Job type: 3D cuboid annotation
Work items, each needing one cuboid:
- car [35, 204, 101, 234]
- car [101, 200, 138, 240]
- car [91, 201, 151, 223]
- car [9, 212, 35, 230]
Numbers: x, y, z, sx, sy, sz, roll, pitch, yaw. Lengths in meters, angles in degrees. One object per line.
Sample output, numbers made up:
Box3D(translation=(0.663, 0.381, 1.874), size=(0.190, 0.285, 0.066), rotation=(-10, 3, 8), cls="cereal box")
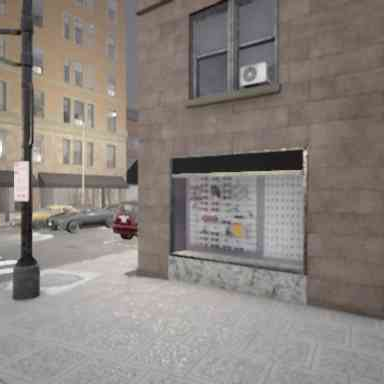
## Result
Box3D(translation=(-6.293, 1.488, 19.035), size=(1.994, 1.385, 4.181), rotation=(0, 0, 35), cls="car")
Box3D(translation=(-1.494, 1.262, 15.831), size=(2.192, 1.841, 5.009), rotation=(0, 0, 35), cls="car")
Box3D(translation=(-5.297, 1.467, 25.347), size=(1.947, 1.339, 4.313), rotation=(0, 0, 35), cls="car")
Box3D(translation=(-8.599, 1.439, 20.548), size=(1.752, 1.417, 4.829), rotation=(0, 0, 35), cls="car")
